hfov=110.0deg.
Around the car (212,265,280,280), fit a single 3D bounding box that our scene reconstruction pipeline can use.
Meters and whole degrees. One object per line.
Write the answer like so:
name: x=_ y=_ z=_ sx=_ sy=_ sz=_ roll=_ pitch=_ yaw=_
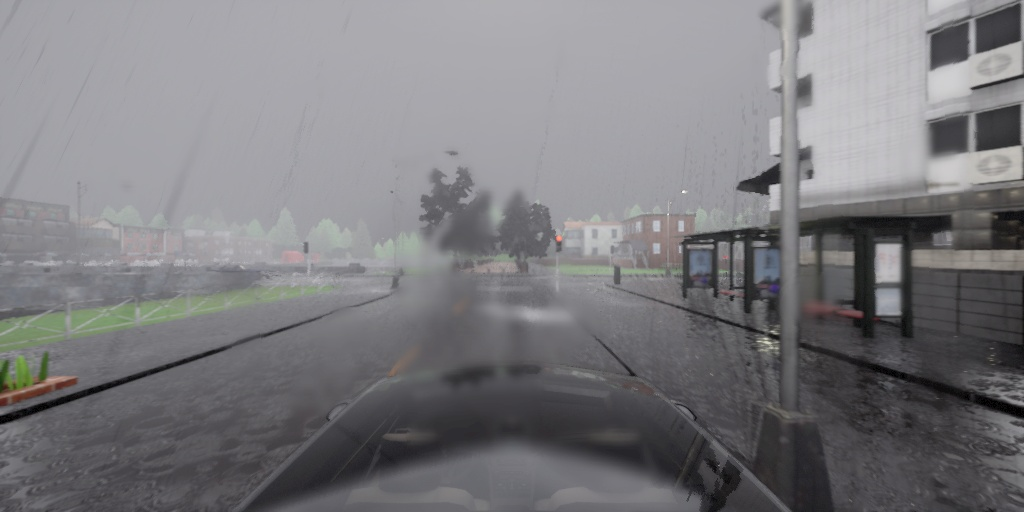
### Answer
car: x=-21.488 y=1.352 z=28.872 sx=4.718 sy=1.301 sz=1.895 roll=0 pitch=0 yaw=0
